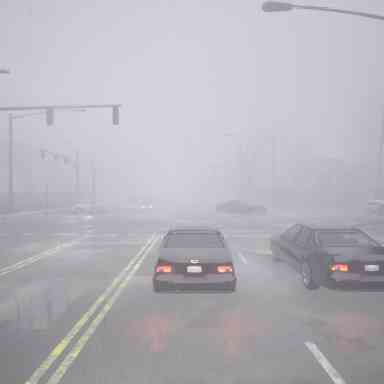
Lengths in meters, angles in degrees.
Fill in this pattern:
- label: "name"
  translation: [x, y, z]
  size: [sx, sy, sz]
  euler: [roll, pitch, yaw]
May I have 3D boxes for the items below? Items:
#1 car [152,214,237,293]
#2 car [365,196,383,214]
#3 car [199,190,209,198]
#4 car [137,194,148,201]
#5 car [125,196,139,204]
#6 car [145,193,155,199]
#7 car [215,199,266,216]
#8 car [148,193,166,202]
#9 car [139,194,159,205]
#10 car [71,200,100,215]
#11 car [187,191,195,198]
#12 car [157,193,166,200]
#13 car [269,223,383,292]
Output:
- label: "car"
  translation: [0.052, 1.547, 8.970]
  size: [2.033, 1.411, 5.357]
  euler: [0, 0, 0]
- label: "car"
  translation: [21.317, 1.222, 35.135]
  size: [5.566, 2.045, 2.150]
  euler: [0, 0, -2]
- label: "car"
  translation: [3.231, 0.593, 88.557]
  size: [2.150, 2.045, 5.566]
  euler: [0, 1, 0]
- label: "car"
  translation: [-10.720, 1.178, 72.264]
  size: [1.837, 1.490, 4.892]
  euler: [0, 1, 0]
- label: "car"
  translation: [-10.757, 1.385, 60.113]
  size: [2.033, 1.411, 5.357]
  euler: [0, 1, 0]
- label: "car"
  translation: [-10.762, 0.957, 86.117]
  size: [2.033, 1.411, 5.357]
  euler: [0, 1, 0]
- label: "car"
  translation: [4.717, 1.462, 32.478]
  size: [5.008, 1.535, 1.882]
  euler: [0, 1, 23]
- label: "car"
  translation: [-7.214, 1.083, 68.654]
  size: [2.097, 1.767, 4.553]
  euler: [0, 1, 0]
- label: "car"
  translation: [-7.256, 1.448, 55.965]
  size: [1.994, 1.385, 4.181]
  euler: [0, 1, 0]
- label: "car"
  translation: [-10.704, 1.520, 33.823]
  size: [1.812, 1.442, 4.674]
  euler: [0, 0, 0]
- label: "car"
  translation: [-0.270, 0.720, 88.688]
  size: [2.097, 1.767, 4.553]
  euler: [0, 1, 0]
- label: "car"
  translation: [-7.241, 1.053, 79.339]
  size: [1.837, 1.490, 4.892]
  euler: [0, 1, 0]
- label: "car"
  translation: [3.552, 1.547, 9.079]
  size: [2.033, 1.411, 5.357]
  euler: [0, 0, 0]
